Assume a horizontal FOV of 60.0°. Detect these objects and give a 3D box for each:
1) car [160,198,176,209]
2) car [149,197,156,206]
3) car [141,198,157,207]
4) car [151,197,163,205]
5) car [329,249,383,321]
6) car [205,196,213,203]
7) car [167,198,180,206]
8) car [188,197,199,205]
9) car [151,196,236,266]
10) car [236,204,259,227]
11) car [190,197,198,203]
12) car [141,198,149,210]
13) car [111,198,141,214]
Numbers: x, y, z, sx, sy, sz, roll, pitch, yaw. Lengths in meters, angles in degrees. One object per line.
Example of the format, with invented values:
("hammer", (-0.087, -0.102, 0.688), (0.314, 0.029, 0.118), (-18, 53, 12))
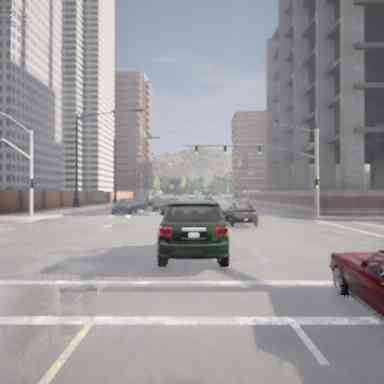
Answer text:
("car", (-3.537, 1.641, 49.763), (1.837, 1.490, 4.892), (0, 0, 1))
("car", (-3.708, 1.616, 40.384), (1.837, 1.490, 4.892), (0, 0, 1))
("car", (-6.932, 1.750, 54.367), (1.895, 1.301, 4.718), (0, 0, 1))
("car", (-6.739, 1.682, 64.687), (1.837, 1.490, 4.892), (0, 0, 1))
("car", (3.953, 1.617, 5.678), (1.895, 1.301, 4.718), (0, 0, 5))
("car", (3.975, 1.714, 77.993), (1.837, 1.490, 4.892), (0, 0, 1))
("car", (-3.321, 1.727, 59.527), (1.994, 1.385, 4.181), (0, 0, 1))
("car", (0.373, 1.670, 65.208), (2.128, 1.511, 4.902), (0, 0, 1))
("car", (0.028, 1.256, 11.750), (2.150, 2.045, 5.566), (0, 0, 0))
("car", (3.428, 1.556, 23.543), (2.128, 1.511, 4.902), (0, 0, 0))
("car", (0.476, 1.809, 78.078), (1.895, 1.301, 4.718), (0, 0, 1))
("car", (-7.135, 1.628, 45.028), (1.837, 1.490, 4.892), (0, 0, 1))
("car", (-7.267, 1.451, 36.127), (2.097, 1.767, 4.553), (0, 0, 1))
